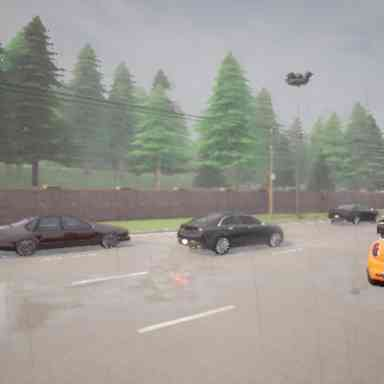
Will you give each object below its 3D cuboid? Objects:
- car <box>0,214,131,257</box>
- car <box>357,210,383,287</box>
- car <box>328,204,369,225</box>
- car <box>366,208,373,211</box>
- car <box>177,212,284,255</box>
[{"bbox_3d":[-5.141,1.568,12.977,5.357,1.411,2.033,0,0,-35],"label":"car"},{"bbox_3d":[6.414,1.417,8.318,4.553,1.767,2.097,1,0,-36],"label":"car"},{"bbox_3d":[12.538,1.641,25.595,5.008,1.535,1.882,0,0,-35],"label":"car"},{"bbox_3d":[10.609,1.609,15.658,4.902,1.511,2.128,0,0,-35],"label":"car"},{"bbox_3d":[1.710,1.567,13.561,4.892,1.490,1.837,0,0,-35],"label":"car"}]
